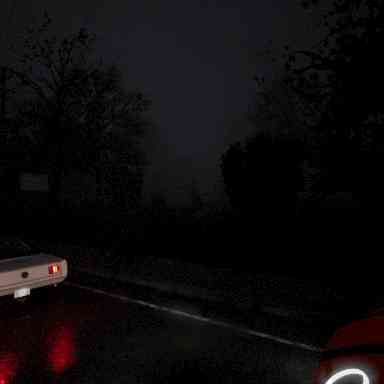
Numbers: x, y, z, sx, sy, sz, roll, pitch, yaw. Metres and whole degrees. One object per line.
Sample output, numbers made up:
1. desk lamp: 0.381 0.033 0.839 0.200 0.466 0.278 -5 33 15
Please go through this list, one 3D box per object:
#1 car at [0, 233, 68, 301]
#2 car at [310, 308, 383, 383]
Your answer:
1. car: -4.995 1.601 7.542 4.718 1.301 1.895 0 0 35
2. car: 3.029 1.352 1.867 4.553 1.767 2.097 0 0 35
